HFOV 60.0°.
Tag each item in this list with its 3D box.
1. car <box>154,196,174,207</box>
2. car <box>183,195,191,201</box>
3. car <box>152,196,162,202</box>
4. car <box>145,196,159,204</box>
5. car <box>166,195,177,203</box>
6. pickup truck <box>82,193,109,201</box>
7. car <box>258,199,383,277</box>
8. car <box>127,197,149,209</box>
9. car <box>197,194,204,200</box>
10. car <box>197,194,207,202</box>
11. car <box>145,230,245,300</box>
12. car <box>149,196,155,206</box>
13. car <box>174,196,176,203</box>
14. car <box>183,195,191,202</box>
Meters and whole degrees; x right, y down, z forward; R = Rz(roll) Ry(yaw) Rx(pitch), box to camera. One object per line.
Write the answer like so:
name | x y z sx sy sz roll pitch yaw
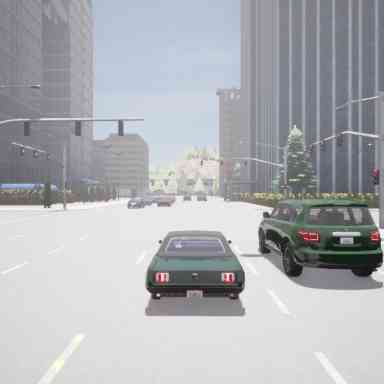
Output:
car | -4.301 1.478 51.839 1.882 1.535 5.008 0 0 -1
car | -1.238 1.540 88.917 2.033 1.411 5.357 0 0 -1
car | -8.065 1.588 76.395 1.895 1.301 4.718 0 0 -1
car | -7.949 1.491 66.215 2.128 1.511 4.902 0 0 0
car | -4.509 1.524 72.399 2.128 1.511 4.902 0 0 -1
pickup truck | -21.147 1.059 73.429 2.390 2.098 6.274 0 0 30
car | 3.589 1.221 10.395 2.150 2.045 5.566 0 0 0
car | -7.796 1.491 46.754 2.128 1.511 4.902 0 0 1
car | 2.259 1.386 89.111 1.882 1.535 5.008 0 0 -1
car | 2.402 1.348 78.831 2.097 1.767 4.553 0 0 -1
car | 0.077 1.601 8.367 1.895 1.301 4.718 0 0 0
car | -7.862 1.526 56.009 1.812 1.442 4.674 0 0 -1
car | -4.419 1.601 61.945 1.895 1.301 4.718 0 0 0
car | -1.094 1.500 78.563 1.837 1.490 4.892 0 0 -1
